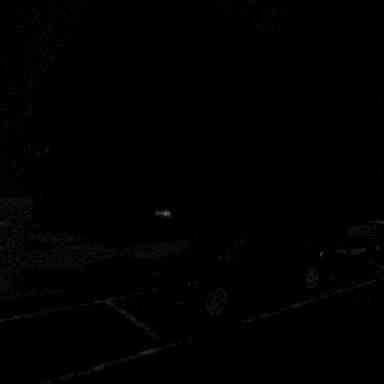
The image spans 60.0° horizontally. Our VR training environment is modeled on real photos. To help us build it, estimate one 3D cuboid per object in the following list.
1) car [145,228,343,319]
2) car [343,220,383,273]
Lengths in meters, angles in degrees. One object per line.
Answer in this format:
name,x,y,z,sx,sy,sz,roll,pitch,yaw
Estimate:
car,1.141,1.545,7.359,4.507,1.381,1.887,0,0,-36
car,5.632,1.581,10.577,4.206,1.307,1.802,0,0,-36
